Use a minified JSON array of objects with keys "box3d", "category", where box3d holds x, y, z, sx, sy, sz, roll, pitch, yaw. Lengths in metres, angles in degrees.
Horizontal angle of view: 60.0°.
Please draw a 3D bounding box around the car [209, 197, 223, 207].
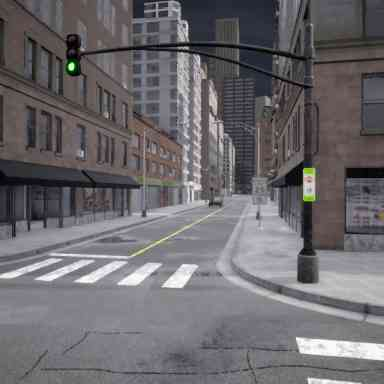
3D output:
[{"box3d":[3.728,1.468,51.205,1.882,1.535,5.008,0,0,11],"category":"car"}]
